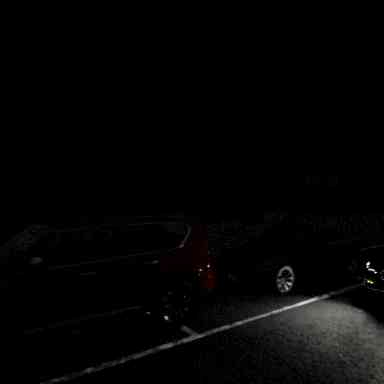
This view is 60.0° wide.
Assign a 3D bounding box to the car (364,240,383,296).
[{"bbox_3d":[5.793,1.482,7.504,4.892,1.490,1.837,0,0,-35],"label":"car"}]

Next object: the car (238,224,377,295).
[{"bbox_3d":[2.696,1.548,8.680,4.313,1.339,1.947,0,0,-35],"label":"car"}]

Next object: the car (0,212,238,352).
[{"bbox_3d":[-1.899,1.312,5.408,5.009,1.841,2.192,0,0,-35],"label":"car"}]
